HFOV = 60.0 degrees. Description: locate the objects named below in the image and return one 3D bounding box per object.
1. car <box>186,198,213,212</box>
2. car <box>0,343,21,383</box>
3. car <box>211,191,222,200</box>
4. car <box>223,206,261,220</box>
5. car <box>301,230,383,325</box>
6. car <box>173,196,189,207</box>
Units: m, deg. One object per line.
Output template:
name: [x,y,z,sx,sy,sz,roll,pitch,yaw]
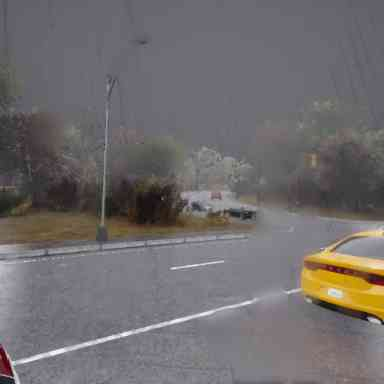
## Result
car: [1.298,1.895,44.528,2.128,1.511,4.902,2,1,-17]
car: [-3.217,1.353,1.456,4.553,1.767,2.097,0,0,-35]
car: [5.747,0.743,78.981,2.150,2.045,5.566,2,2,-1]
car: [5.122,2.148,34.311,1.895,1.301,4.718,3,-1,-22]
car: [4.374,1.543,6.873,5.008,1.535,1.882,1,-1,-35]
car: [-1.967,1.575,56.580,1.994,1.385,4.181,2,2,-12]
